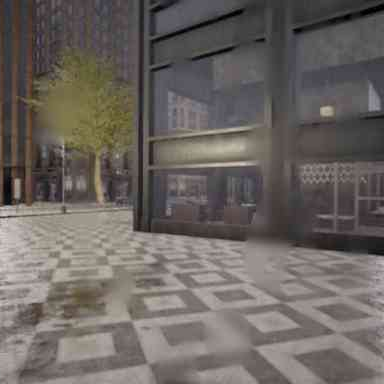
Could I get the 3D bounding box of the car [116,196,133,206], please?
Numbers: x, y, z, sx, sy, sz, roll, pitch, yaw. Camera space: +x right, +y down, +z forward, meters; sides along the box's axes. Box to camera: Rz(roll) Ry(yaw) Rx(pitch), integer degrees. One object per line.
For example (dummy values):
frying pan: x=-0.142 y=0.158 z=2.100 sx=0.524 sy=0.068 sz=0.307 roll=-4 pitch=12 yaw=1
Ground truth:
car: x=-8.410 y=1.255 z=47.800 sx=2.033 sy=1.411 sz=5.357 roll=1 pitch=0 yaw=36
